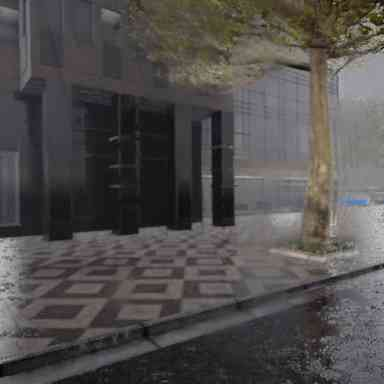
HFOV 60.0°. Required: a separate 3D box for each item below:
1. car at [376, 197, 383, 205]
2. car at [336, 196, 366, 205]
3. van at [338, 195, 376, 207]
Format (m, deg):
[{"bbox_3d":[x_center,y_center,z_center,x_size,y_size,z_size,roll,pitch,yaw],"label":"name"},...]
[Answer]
[{"bbox_3d":[30.940,1.395,53.520,2.008,1.369,4.403,-1,0,-35],"label":"car"},{"bbox_3d":[27.755,1.433,58.035,1.947,1.339,4.313,-1,0,-35],"label":"car"},{"bbox_3d":[23.974,1.285,48.599,1.690,1.788,3.998,-1,0,-35],"label":"van"}]
